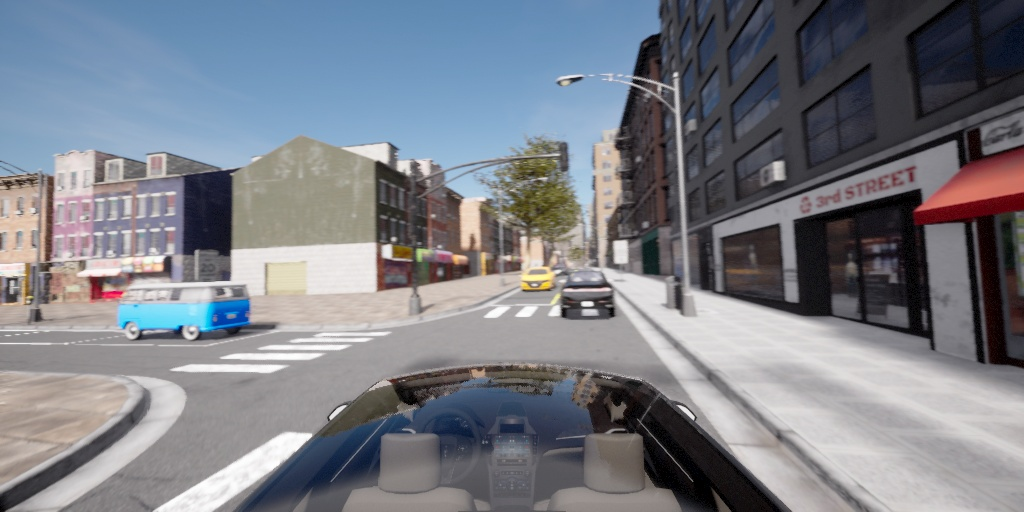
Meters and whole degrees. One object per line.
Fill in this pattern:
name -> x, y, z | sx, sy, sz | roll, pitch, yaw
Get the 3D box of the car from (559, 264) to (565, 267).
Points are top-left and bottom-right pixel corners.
car -> 5.897, 1.727, 44.637 | 2.128, 1.511, 4.902 | -2, -1, 11

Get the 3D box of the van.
van -> -10.755, 1.764, 11.794 | 3.998, 1.789, 1.690 | 0, 0, 11

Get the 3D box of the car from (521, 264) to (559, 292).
car -> 1.818, 1.472, 23.840 | 1.882, 1.535, 5.008 | -2, -1, 11

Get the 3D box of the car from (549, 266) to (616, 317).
car -> 2.796, 1.292, 13.487 | 2.128, 1.511, 4.902 | -2, -1, 11
